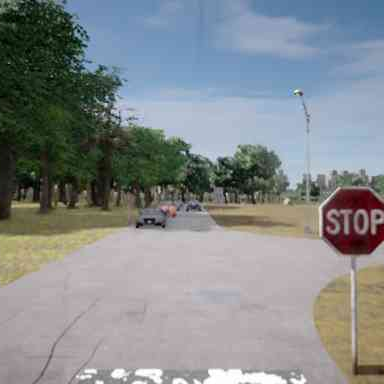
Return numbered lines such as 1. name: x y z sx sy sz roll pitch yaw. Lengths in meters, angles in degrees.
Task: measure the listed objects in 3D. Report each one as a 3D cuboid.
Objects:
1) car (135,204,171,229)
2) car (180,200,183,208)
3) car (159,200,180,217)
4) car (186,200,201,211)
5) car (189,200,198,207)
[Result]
1. car: -2.789 1.783 23.627 1.994 1.385 4.181 0 -1 0
2. car: -2.682 2.059 48.491 1.837 1.490 4.892 0 0 0
3. car: -2.744 1.714 35.069 2.097 1.767 4.553 0 -1 0
4. car: 0.245 1.931 50.082 2.097 1.767 4.553 0 -1 0
5. car: 0.224 2.424 70.529 1.837 1.490 4.892 0 -1 0
